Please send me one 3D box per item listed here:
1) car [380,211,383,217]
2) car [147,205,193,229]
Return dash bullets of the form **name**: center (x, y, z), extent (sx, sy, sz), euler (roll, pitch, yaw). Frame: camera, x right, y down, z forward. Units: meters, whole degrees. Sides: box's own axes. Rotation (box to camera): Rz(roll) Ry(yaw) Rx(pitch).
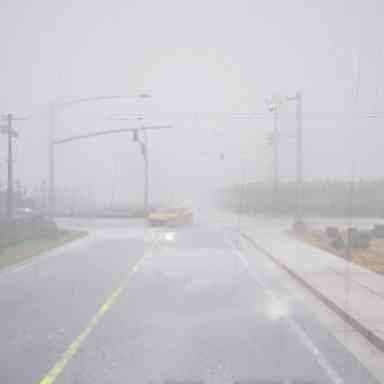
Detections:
- **car**: center (18.899, 1.837, 29.179), extent (4.181, 1.385, 1.994), euler (0, 0, -3)
- **car**: center (-1.420, 1.745, 23.571), extent (1.882, 1.535, 5.008), euler (1, 0, 19)
